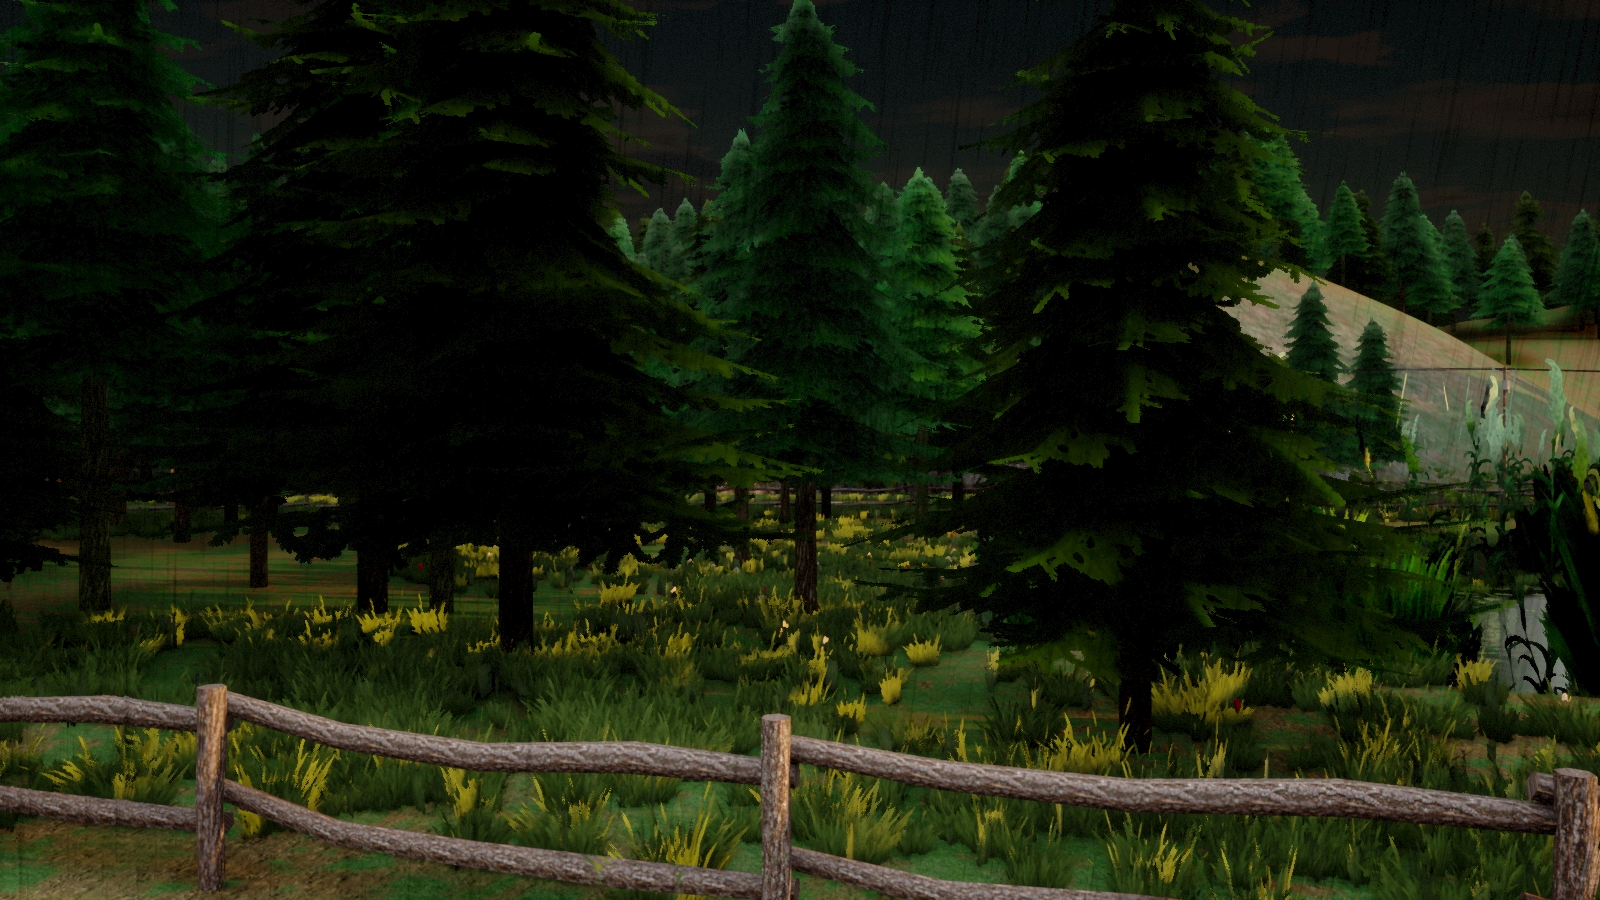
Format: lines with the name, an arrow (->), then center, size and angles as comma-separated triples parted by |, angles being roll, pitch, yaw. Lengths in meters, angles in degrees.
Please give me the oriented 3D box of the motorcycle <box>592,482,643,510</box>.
motorcycle -> -8.629, 2.178, 54.113 | 2.209, 1.251, 0.867 | 0, 0, 14
